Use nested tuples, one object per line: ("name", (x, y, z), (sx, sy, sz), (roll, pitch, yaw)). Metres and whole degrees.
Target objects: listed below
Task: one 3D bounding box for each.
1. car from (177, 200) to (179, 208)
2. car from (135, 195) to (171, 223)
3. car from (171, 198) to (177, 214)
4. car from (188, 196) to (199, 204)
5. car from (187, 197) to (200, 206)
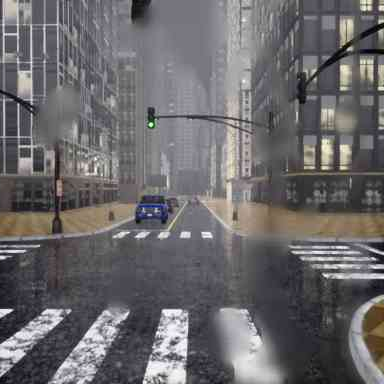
("car", (-2.875, 1.551, 48.406), (1.812, 1.442, 4.674), (0, 0, 0))
("car", (-2.992, 1.227, 25.609), (2.150, 2.045, 5.566), (0, 0, -2))
("car", (-2.942, 1.491, 35.827), (1.882, 1.535, 5.008), (0, 0, 0))
("car", (0.279, 1.595, 65.424), (2.033, 1.411, 5.357), (0, 0, 0))
("car", (0.234, 1.524, 55.007), (2.128, 1.511, 4.902), (0, 0, 0))
